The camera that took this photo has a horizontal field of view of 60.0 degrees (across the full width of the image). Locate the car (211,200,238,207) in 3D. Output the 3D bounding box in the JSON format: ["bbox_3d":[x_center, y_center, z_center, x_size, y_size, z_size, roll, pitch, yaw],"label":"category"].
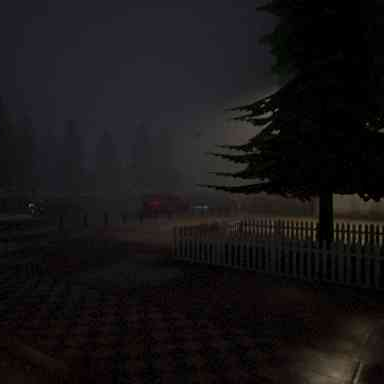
[{"bbox_3d":[5.089,1.510,48.990,1.994,1.385,4.181,0,0,35],"label":"car"}]

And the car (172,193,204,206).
[{"bbox_3d":[-0.580,1.153,53.259,2.150,2.045,5.566,0,0,36],"label":"car"}]

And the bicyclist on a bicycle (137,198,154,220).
[{"bbox_3d":[-3.432,1.264,24.413,1.656,1.620,0.582,0,0,35],"label":"bicyclist on a bicycle"}]

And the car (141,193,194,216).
[{"bbox_3d":[-2.504,1.175,32.261,2.150,2.045,5.566,0,0,36],"label":"car"}]

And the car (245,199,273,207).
[{"bbox_3d":[10.594,1.501,50.649,2.033,1.411,5.357,0,0,36],"label":"car"}]

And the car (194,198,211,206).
[{"bbox_3d":[2.880,1.485,52.069,2.033,1.411,5.357,0,0,36],"label":"car"}]

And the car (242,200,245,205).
[{"bbox_3d":[10.404,1.493,56.549,2.033,1.411,5.357,0,0,35],"label":"car"}]

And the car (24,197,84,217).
[{"bbox_3d":[-12.374,1.429,30.793,2.128,1.511,4.902,0,0,35],"label":"car"}]

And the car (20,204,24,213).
[{"bbox_3d":[-14.747,1.281,33.488,2.097,1.767,4.553,0,0,36],"label":"car"}]
